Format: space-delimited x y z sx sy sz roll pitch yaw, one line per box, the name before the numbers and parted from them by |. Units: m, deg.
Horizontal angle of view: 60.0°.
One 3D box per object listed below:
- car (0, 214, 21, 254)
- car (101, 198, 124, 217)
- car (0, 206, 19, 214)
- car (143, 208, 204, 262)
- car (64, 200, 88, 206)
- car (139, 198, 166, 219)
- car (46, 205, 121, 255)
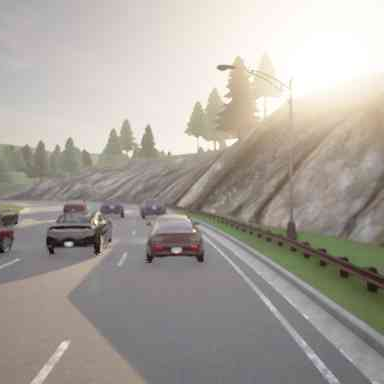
car | -7.521 1.621 10.578 1.895 1.301 4.718 0 0 -5
car | -7.445 1.366 31.099 2.097 1.767 4.553 0 0 -13
car | -12.562 1.596 21.261 1.994 1.385 4.181 0 0 -10
car | -0.679 1.524 12.002 1.812 1.442 4.674 0 0 -6
car | -11.370 1.503 32.581 1.882 1.535 5.008 0 0 -13
car | -3.565 1.354 29.790 2.097 1.767 4.553 0 0 -12
car | -4.328 1.501 13.390 2.128 1.511 4.902 0 0 -6
